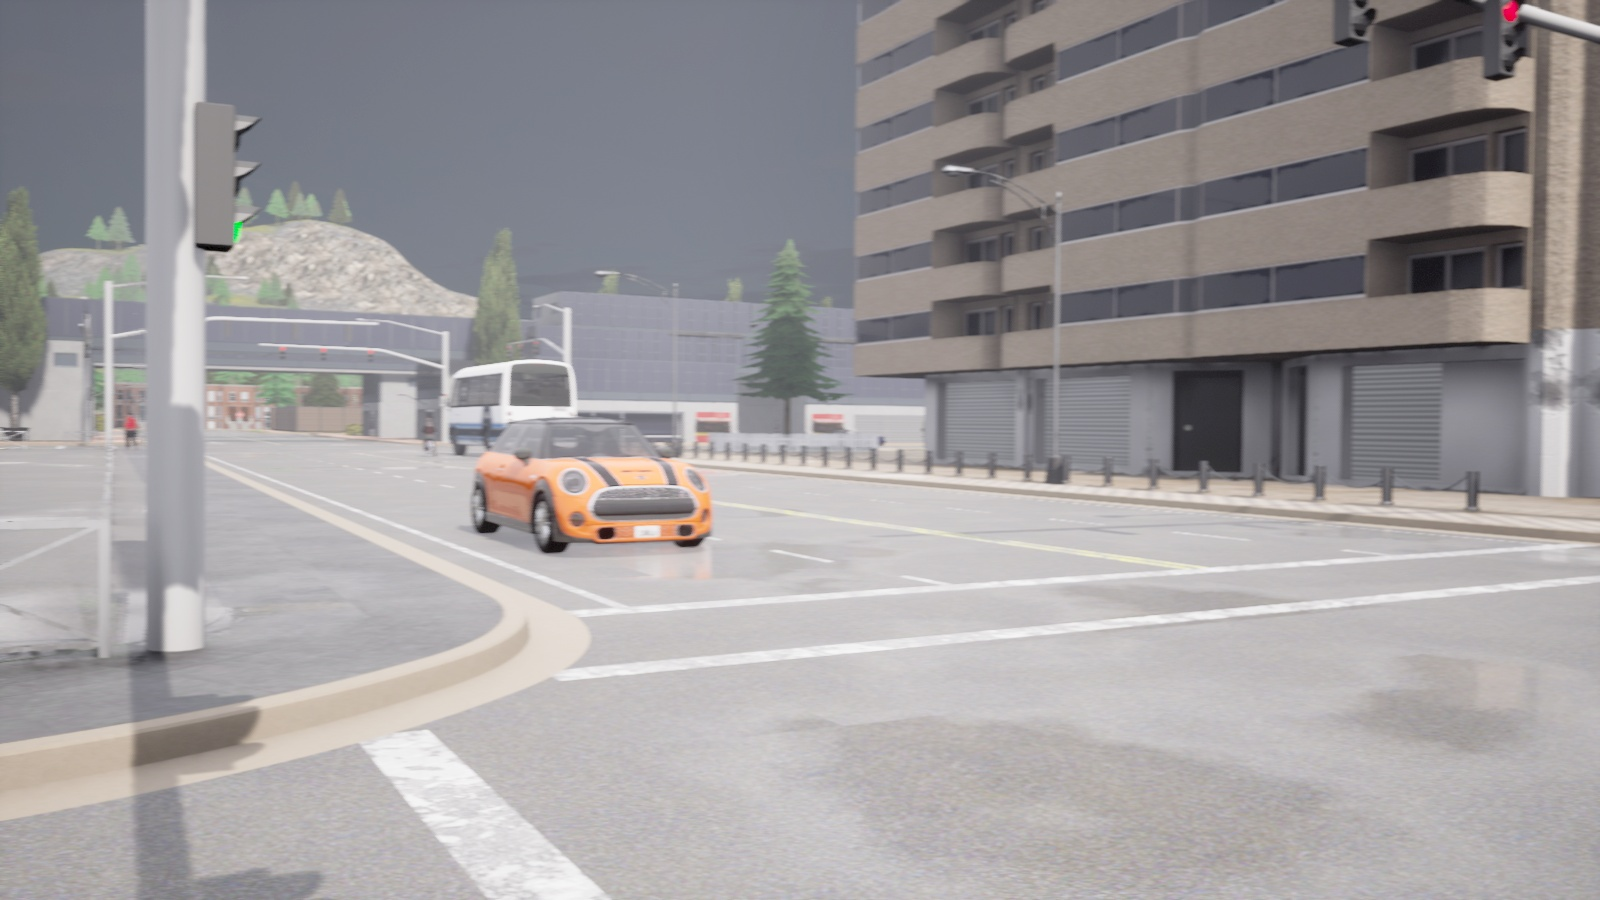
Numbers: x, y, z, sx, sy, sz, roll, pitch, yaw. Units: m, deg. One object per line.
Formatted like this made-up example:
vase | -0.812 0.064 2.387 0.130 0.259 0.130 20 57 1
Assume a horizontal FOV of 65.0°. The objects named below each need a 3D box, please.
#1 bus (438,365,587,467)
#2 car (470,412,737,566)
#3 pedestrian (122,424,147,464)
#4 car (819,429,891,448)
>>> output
bus | -13.479 -1.496 57.908 3.944 4.253 10.273 -1 1 -29
car | -2.812 0.411 16.954 2.097 1.767 4.553 -1 1 -29
pedestrian | -31.304 -0.271 59.060 0.899 1.844 0.634 0 1 27
car | 3.888 -0.813 88.104 4.718 1.301 1.895 -1 1 -29
